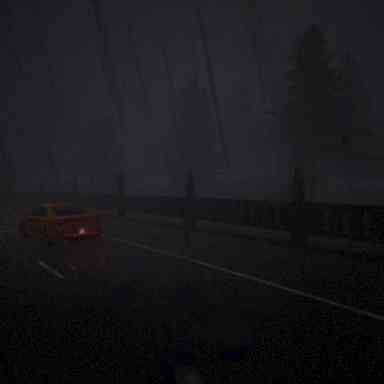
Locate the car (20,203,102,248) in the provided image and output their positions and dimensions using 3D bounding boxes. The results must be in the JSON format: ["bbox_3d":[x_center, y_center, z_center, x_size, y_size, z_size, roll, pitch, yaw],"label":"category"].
[{"bbox_3d":[-5.433,1.183,13.457,1.882,1.535,5.008,-2,2,-40],"label":"car"}]
